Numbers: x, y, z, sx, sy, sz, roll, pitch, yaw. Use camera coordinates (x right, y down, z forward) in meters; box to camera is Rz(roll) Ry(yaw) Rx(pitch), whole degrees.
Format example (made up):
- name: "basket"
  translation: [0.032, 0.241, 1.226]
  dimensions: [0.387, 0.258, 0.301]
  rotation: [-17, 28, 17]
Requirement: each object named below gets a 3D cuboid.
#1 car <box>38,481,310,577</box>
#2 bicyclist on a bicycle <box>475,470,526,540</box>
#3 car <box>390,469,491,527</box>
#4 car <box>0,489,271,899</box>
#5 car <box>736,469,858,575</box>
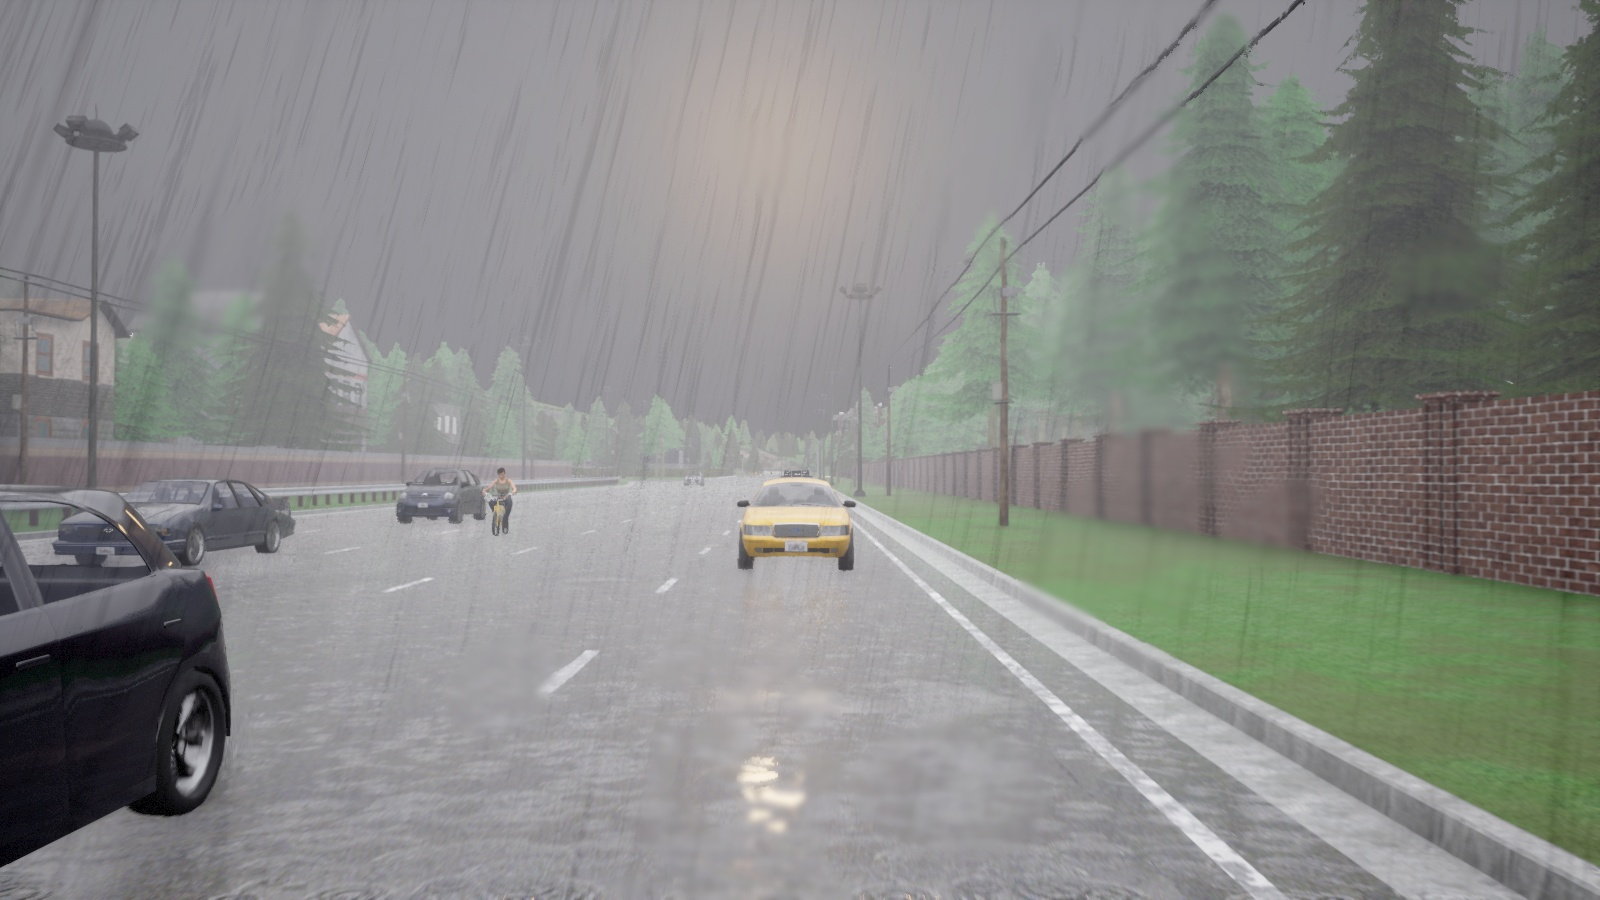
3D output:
- name: "car"
  translation: [-10.552, 1.268, 21.748]
  dimensions: [2.033, 1.411, 5.357]
  rotation: [0, -1, 0]
- name: "bicyclist on a bicycle"
  translation: [-7.071, 1.277, 29.717]
  dimensions: [0.866, 1.612, 1.509]
  rotation: [0, -1, 0]
- name: "car"
  translation: [-10.590, 1.379, 37.246]
  dimensions: [1.851, 1.617, 3.988]
  rotation: [0, -1, 0]
- name: "car"
  translation: [-3.510, 0.915, 4.324]
  dimensions: [1.845, 1.501, 3.633]
  rotation: [0, -1, 0]
- name: "car"
  translation: [-0.051, 1.112, 21.394]
  dimensions: [1.801, 1.575, 5.366]
  rotation: [0, -1, 0]
